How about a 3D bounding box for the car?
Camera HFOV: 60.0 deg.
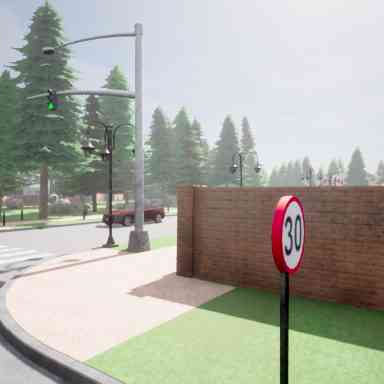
[{"bbox_3d":[-3.957,1.464,23.114,1.882,1.535,5.008,0,0,35],"label":"car"}]
